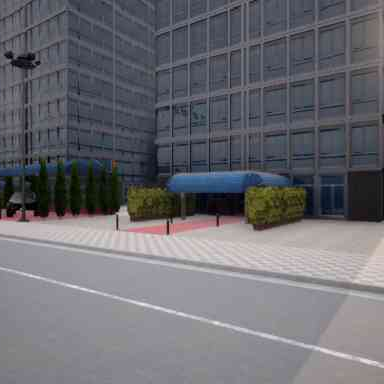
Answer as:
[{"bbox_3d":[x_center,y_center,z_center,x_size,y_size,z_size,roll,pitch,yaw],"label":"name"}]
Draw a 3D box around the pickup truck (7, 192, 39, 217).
[{"bbox_3d":[-15.164,1.069,30.073,2.390,2.098,6.274,0,0,-25],"label":"pickup truck"}]
